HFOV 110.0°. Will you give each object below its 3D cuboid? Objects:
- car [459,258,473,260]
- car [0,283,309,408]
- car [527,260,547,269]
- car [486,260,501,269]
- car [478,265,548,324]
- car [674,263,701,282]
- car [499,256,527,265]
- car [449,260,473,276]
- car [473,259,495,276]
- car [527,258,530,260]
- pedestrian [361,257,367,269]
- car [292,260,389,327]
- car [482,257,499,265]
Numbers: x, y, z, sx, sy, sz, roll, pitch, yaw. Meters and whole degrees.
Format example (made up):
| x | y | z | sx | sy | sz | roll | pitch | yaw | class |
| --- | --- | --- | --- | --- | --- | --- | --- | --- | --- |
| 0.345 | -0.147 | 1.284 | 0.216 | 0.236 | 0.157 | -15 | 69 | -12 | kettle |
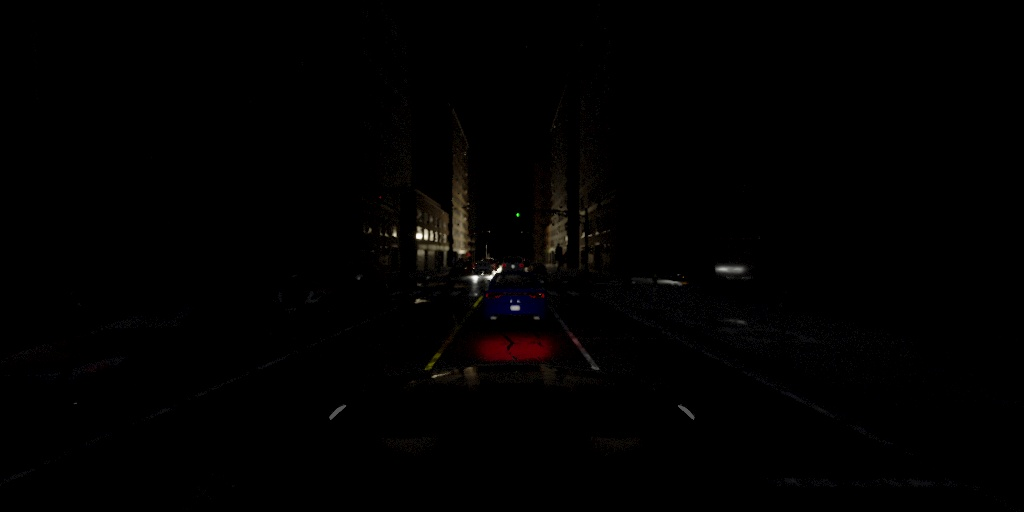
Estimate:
| x | y | z | sx | sy | sz | roll | pitch | yaw | class |
| --- | --- | --- | --- | --- | --- | --- | --- | --- | --- |
| -5.671 | 1.140 | 44.342 | 2.192 | 1.841 | 5.009 | 0 | 0 | 0 | car |
| -5.669 | 1.338 | 6.195 | 1.802 | 1.307 | 4.207 | 0 | 0 | 0 | car |
| 2.855 | 1.394 | 38.805 | 1.802 | 1.307 | 4.207 | 0 | 0 | 0 | car |
| -3.022 | 1.356 | 59.335 | 2.128 | 1.511 | 4.902 | 0 | 0 | 0 | car |
| 0.090 | 1.241 | 12.049 | 1.882 | 1.535 | 5.008 | 0 | 0 | 0 | car |
| 14.680 | 1.229 | 27.369 | 4.181 | 1.385 | 1.994 | 0 | 1 | 0 | car |
| 0.097 | 1.029 | 35.620 | 2.150 | 2.045 | 5.566 | 0 | 0 | 0 | car |
| -5.670 | 1.394 | 38.777 | 1.802 | 1.307 | 4.207 | 0 | 0 | 0 | car |
| -3.103 | 1.339 | 39.317 | 1.812 | 1.442 | 4.674 | 0 | 0 | -3 | car |
| 2.855 | 1.350 | 44.538 | 1.751 | 1.417 | 4.829 | 0 | 0 | 0 | car |
| -12.547 | 0.940 | 30.304 | 0.375 | 1.860 | 0.375 | 0 | 1 | 0 | pedestrian |
| -5.669 | 1.078 | 11.778 | 2.192 | 1.841 | 5.009 | 0 | 0 | 0 | car |
| -3.087 | 1.189 | 49.012 | 2.097 | 1.767 | 4.553 | 0 | 0 | 0 | car |
